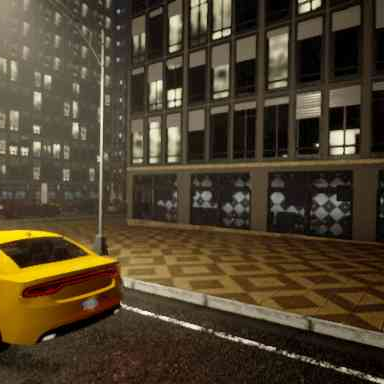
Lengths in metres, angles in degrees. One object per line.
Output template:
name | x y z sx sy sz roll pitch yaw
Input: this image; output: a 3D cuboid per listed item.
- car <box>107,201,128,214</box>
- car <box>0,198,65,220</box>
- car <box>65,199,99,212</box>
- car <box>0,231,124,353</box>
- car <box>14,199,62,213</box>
car | -7.629 1.780 38.839 1.752 1.417 4.829 1 0 36
car | -14.399 1.469 29.607 2.192 1.841 5.009 1 0 36
car | -13.395 1.613 40.750 1.882 1.535 5.008 1 0 36
car | -3.455 1.464 6.123 5.008 1.535 1.882 -1 -1 35
car | -17.924 1.578 38.971 1.752 1.417 4.829 1 0 36
